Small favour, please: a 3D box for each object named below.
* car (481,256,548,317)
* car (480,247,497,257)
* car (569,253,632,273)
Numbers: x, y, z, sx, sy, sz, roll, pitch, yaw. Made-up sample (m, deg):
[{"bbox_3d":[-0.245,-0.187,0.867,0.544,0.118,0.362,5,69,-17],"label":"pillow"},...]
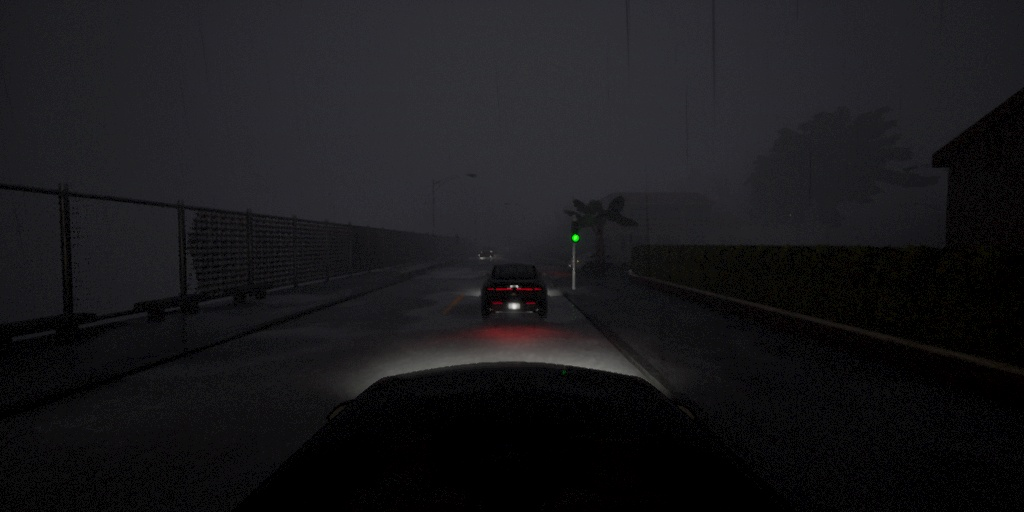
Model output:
[{"bbox_3d":[0.071,0.939,11.498,1.837,1.490,4.892,0,2,0],"label":"car"},{"bbox_3d":[-4.073,-0.751,59.112,2.097,1.767,4.553,0,2,0],"label":"car"},{"bbox_3d":[6.620,0.472,26.621,4.674,1.442,1.812,0,1,-5],"label":"car"}]
